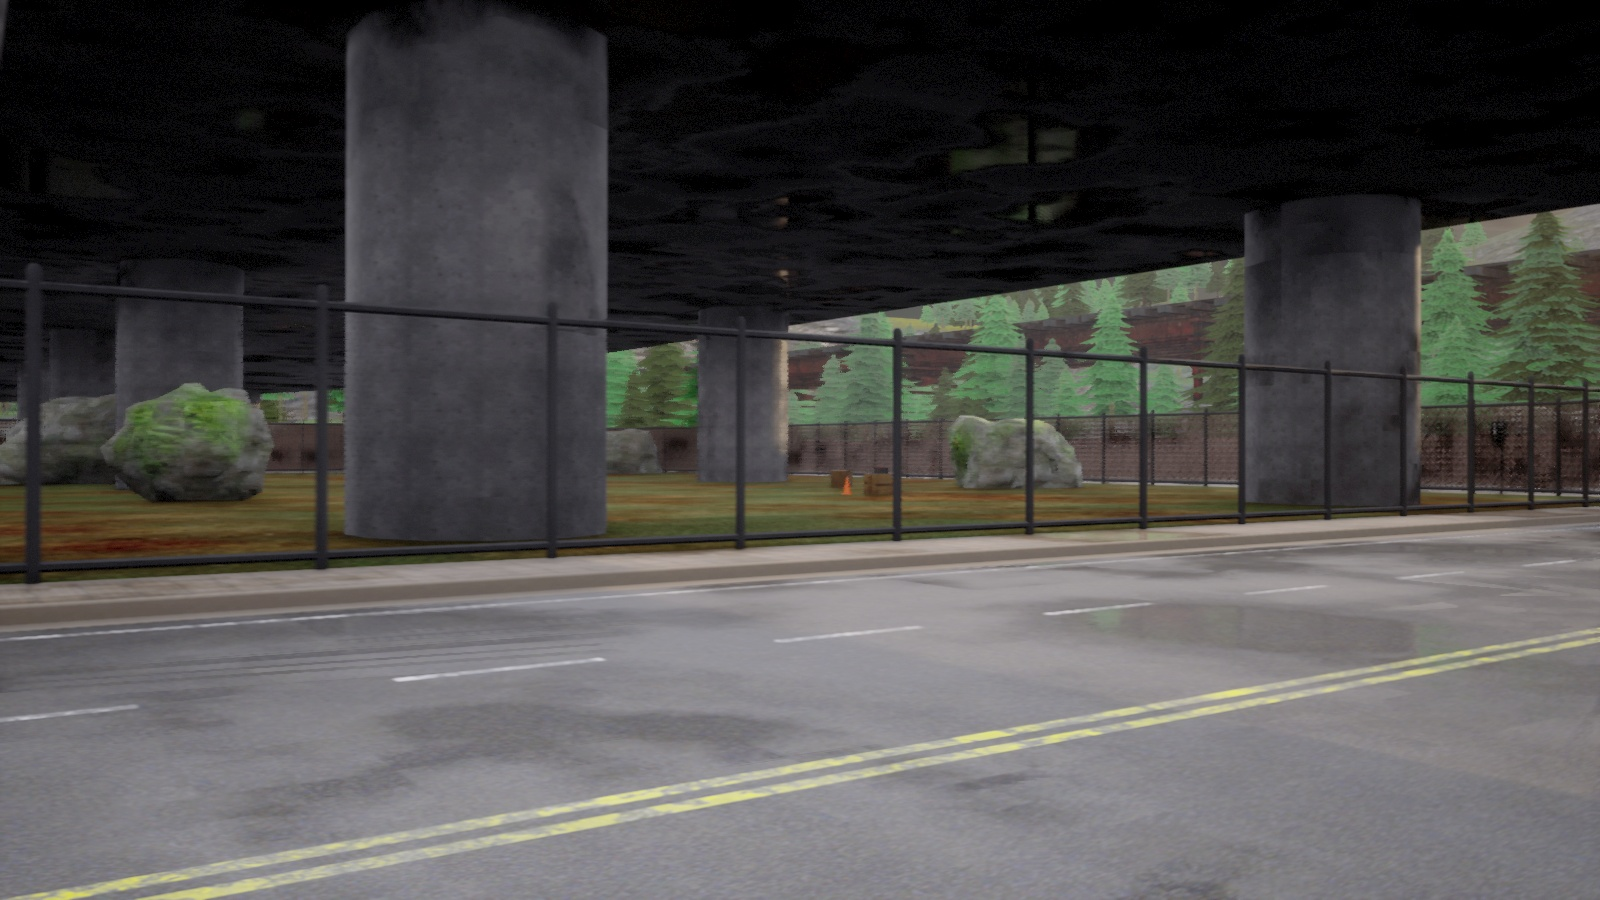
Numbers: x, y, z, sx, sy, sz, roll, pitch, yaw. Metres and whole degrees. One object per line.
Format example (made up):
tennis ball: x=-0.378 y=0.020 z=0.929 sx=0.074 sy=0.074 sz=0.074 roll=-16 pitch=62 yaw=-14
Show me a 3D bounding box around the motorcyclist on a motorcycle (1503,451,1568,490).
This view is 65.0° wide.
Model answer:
motorcyclist on a motorcycle: x=28.712 y=0.786 z=49.061 sx=0.797 sy=1.523 sz=2.044 roll=0 pitch=0 yaw=-35
